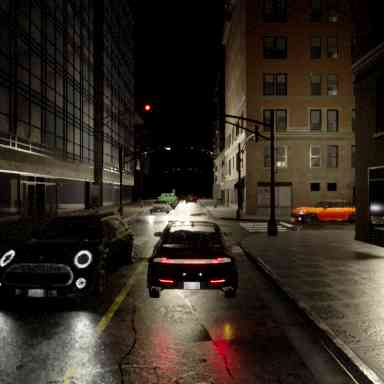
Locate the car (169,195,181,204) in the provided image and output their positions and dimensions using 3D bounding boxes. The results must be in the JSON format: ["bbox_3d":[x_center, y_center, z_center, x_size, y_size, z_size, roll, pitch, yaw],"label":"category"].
[{"bbox_3d":[-3.243,1.449,64.008,2.128,1.511,4.902,0,0,0],"label":"car"}]

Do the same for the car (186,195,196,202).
[{"bbox_3d":[-0.220,1.473,75.701,2.128,1.511,4.902,0,0,0],"label":"car"}]

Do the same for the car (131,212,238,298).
[{"bbox_3d":[0.022,1.490,8.479,2.128,1.511,4.902,0,0,1],"label":"car"}]

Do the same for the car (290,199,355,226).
[{"bbox_3d":[9.144,1.315,22.888,4.553,1.767,2.097,0,0,-3],"label":"car"}]

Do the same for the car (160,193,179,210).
[{"bbox_3d":[-3.203,1.194,43.732,2.150,2.045,5.566,0,0,1],"label":"car"}]

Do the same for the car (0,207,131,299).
[{"bbox_3d":[-2.899,1.350,8.644,2.097,1.767,4.553,0,0,3],"label":"car"}]

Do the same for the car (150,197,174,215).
[{"bbox_3d":[-3.195,1.506,34.279,1.812,1.442,4.674,0,0,0],"label":"car"}]

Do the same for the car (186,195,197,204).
[{"bbox_3d":[-0.088,1.310,63.306,2.097,1.767,4.553,0,0,1],"label":"car"}]
